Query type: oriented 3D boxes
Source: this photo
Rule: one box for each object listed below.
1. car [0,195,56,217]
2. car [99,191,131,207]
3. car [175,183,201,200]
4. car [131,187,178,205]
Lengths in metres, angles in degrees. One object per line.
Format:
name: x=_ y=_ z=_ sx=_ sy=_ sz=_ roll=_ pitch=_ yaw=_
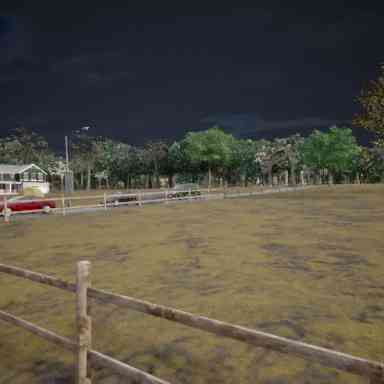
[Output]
car: x=-13.192 y=1.026 z=25.912 sx=1.882 sy=1.535 sz=5.008 roll=-3 pitch=1 yaw=35
car: x=-7.259 y=0.662 z=34.227 sx=1.837 sy=1.490 sz=4.892 roll=-3 pitch=1 yaw=36
car: x=-1.088 y=-0.034 z=42.882 sx=2.150 sy=2.045 sz=5.566 roll=-3 pitch=1 yaw=36
car: x=-3.763 y=0.539 z=34.056 sx=1.994 sy=1.385 sz=4.181 roll=-3 pitch=1 yaw=36
